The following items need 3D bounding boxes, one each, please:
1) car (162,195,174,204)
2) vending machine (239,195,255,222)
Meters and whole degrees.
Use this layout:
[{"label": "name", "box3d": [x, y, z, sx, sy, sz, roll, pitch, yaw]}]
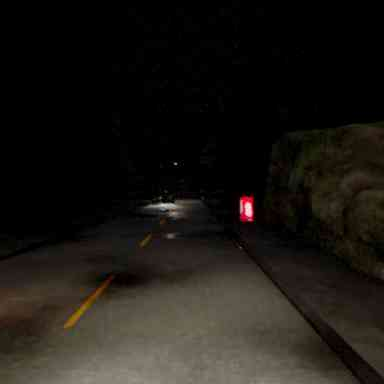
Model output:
[{"label": "car", "box3d": [-4.030, 1.210, 56.436, 2.128, 1.511, 4.902, 0, 0, 1]}, {"label": "vending machine", "box3d": [4.294, 1.286, 26.011, 1.100, 2.100, 0.880, 0, 0, 0]}]
